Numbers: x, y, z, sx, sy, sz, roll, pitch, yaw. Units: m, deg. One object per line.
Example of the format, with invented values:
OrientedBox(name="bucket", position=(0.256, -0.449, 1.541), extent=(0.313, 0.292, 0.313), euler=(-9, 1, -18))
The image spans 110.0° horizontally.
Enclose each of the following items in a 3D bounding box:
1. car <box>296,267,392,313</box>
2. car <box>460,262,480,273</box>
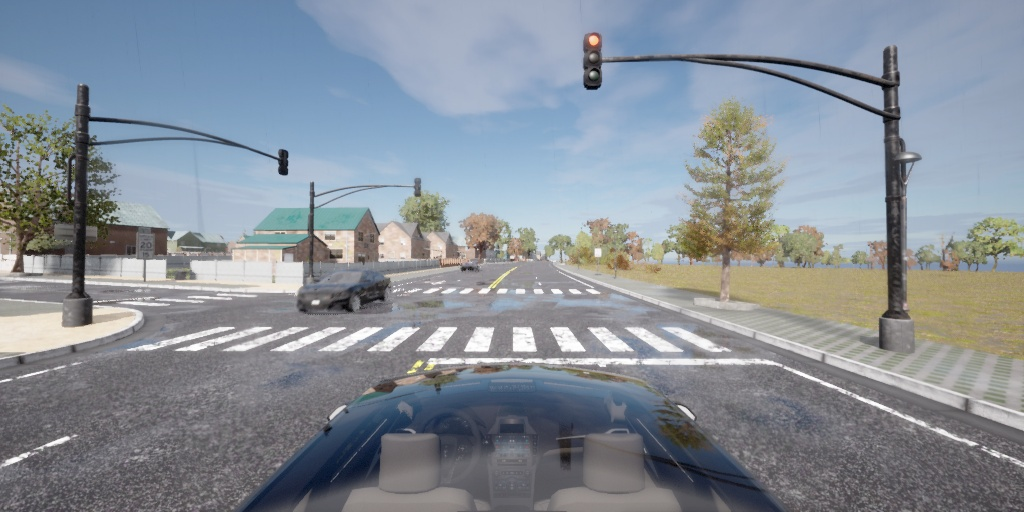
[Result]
OrientedBox(name="car", position=(-6.370, 1.246, 14.189), extent=(1.882, 1.535, 5.008), euler=(0, 0, 1))
OrientedBox(name="car", position=(-5.318, 1.410, 45.709), extent=(1.895, 1.301, 4.718), euler=(0, 0, 3))
